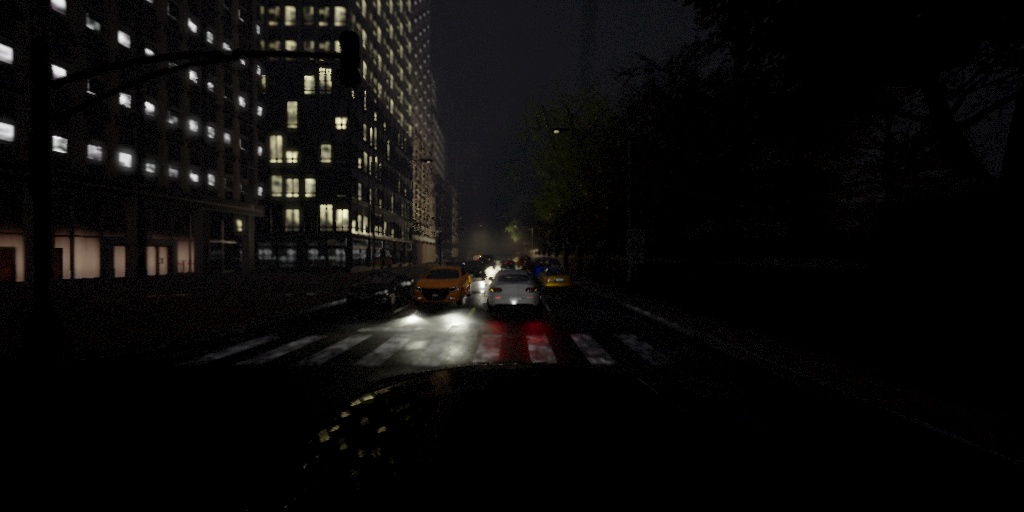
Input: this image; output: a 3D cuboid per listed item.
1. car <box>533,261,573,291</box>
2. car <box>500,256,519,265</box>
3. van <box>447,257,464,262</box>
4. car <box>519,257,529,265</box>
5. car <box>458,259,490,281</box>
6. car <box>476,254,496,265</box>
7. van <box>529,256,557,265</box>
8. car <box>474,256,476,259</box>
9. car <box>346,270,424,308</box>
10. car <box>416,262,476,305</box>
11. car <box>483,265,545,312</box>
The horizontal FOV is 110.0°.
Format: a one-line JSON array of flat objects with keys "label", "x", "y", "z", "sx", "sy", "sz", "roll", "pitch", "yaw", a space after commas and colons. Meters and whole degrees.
[{"label": "car", "x": 2.468, "y": 1.199, "z": 21.031, "sx": 1.751, "sy": 1.417, "sz": 4.829, "roll": 0, "pitch": 0, "yaw": -1}, {"label": "car", "x": -0.488, "y": 1.088, "z": 44.973, "sx": 2.128, "sy": 1.511, "sz": 4.902, "roll": 0, "pitch": 0, "yaw": -1}, {"label": "van", "x": -5.789, "y": 0.995, "z": 37.250, "sx": 1.690, "sy": 1.789, "sz": 3.998, "roll": 0, "pitch": 0, "yaw": -1}, {"label": "car", "x": 2.119, "y": 1.116, "z": 43.206, "sx": 1.751, "sy": 1.417, "sz": 4.829, "roll": 0, "pitch": 0, "yaw": -1}, {"label": "car", "x": -3.055, "y": 1.196, "z": 29.331, "sx": 1.812, "sy": 1.442, "sz": 4.674, "roll": 0, "pitch": 0, "yaw": -1}, {"label": "car", "x": -3.357, "y": 0.802, "z": 49.812, "sx": 2.150, "sy": 2.045, "sz": 5.566, "roll": 0, "pitch": 0, "yaw": -1}, {"label": "van", "x": 2.407, "y": 0.994, "z": 26.405, "sx": 1.690, "sy": 1.789, "sz": 3.998, "roll": 0, "pitch": 0, "yaw": -1}, {"label": "car", "x": -6.167, "y": 1.135, "z": 53.889, "sx": 1.888, "sy": 1.381, "sz": 4.507, "roll": 0, "pitch": 0, "yaw": -1}, {"label": "car", "x": -5.362, "y": 1.286, "z": 15.069, "sx": 2.007, "sy": 1.370, "sz": 4.403, "roll": 0, "pitch": 0, "yaw": 0}, {"label": "car", "x": -2.913, "y": 1.197, "z": 15.960, "sx": 1.882, "sy": 1.535, "sz": 5.008, "roll": 0, "pitch": 0, "yaw": 0}, {"label": "car", "x": 0.050, "y": 1.237, "z": 13.882, "sx": 1.812, "sy": 1.442, "sz": 4.674, "roll": 0, "pitch": 0, "yaw": 0}]
